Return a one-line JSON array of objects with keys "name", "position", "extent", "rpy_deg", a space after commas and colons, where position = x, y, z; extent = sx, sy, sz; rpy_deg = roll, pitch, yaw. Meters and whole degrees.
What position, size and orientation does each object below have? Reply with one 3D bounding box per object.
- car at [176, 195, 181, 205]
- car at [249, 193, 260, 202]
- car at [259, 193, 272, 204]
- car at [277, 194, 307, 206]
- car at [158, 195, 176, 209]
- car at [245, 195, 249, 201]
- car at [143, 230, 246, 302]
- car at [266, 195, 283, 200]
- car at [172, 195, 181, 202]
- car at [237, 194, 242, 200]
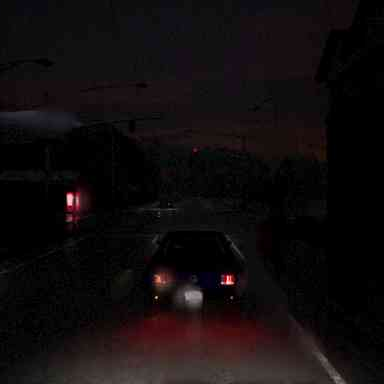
[{"name": "car", "position": [-3.571, 1.502, 61.110], "extent": [1.837, 1.490, 4.892], "rpy_deg": [0, 1, 0]}, {"name": "car", "position": [14.160, 1.091, 67.411], "extent": [3.866, 1.878, 1.905], "rpy_deg": [0, 0, 0]}, {"name": "car", "position": [14.162, 1.168, 54.617], "extent": [5.027, 1.636, 2.152], "rpy_deg": [0, 0, 0]}, {"name": "car", "position": [14.486, 1.246, 48.200], "extent": [3.806, 1.475, 1.970], "rpy_deg": [0, 0, 0]}, {"name": "car", "position": [-3.596, 1.501, 46.500], "extent": [1.837, 1.490, 4.892], "rpy_deg": [0, 1, 0]}, {"name": "car", "position": [13.747, 1.111, 70.317], "extent": [4.605, 1.855, 1.932], "rpy_deg": [0, 0, 0]}, {"name": "car", "position": [0.057, 1.601, 8.225], "extent": [1.895, 1.301, 4.718], "rpy_deg": [0, 0, 1]}, {"name": "car", "position": [21.302, 1.397, 85.922], "extent": [3.806, 1.475, 1.970], "rpy_deg": [0, 0, 0]}, {"name": "car", "position": [-3.504, 1.462, 76.082], "extent": [1.882, 1.535, 5.008], "rpy_deg": [0, 0, 0]}, {"name": "car", "position": [13.881, 1.387, 88.901], "extent": [3.633, 1.501, 1.845], "rpy_deg": [0, 0, 0]}]
